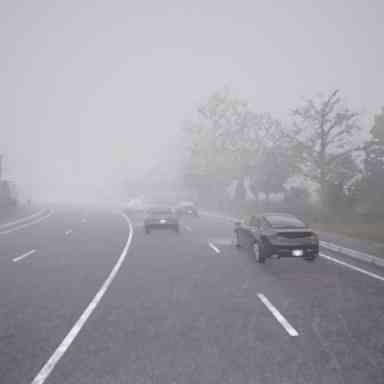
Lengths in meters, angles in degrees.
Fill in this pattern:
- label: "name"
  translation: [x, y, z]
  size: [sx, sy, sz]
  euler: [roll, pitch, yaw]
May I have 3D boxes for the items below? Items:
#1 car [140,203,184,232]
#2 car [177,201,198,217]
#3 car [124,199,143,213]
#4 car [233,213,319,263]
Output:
- label: "car"
  translation: [-1.950, 1.579, 20.187]
  size: [1.994, 1.385, 4.181]
  euler: [0, 0, -10]
- label: "car"
  translation: [-0.749, 1.546, 30.786]
  size: [1.812, 1.442, 4.674]
  euler: [0, 0, -15]
- label: "car"
  translation: [-6.378, 1.561, 37.238]
  size: [1.812, 1.442, 4.674]
  euler: [0, 0, -19]
- label: "car"
  translation: [2.783, 1.502, 11.961]
  size: [1.837, 1.490, 4.892]
  euler: [0, 0, -6]
